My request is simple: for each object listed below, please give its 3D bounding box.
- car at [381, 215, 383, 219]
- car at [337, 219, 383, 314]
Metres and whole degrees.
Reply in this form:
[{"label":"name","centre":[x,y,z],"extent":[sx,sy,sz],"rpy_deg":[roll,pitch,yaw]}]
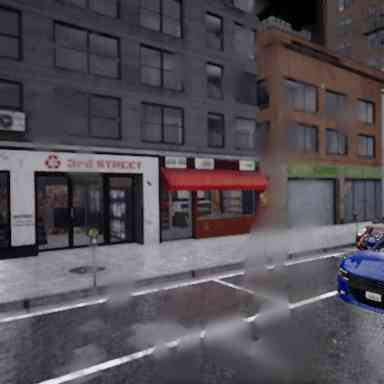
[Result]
[{"label":"car","centre":[7.854,1.418,12.294],"extent":[4.097,1.590,1.967],"rpy_deg":[0,-1,-36]},{"label":"car","centre":[5.048,1.463,6.995],"extent":[5.008,1.535,1.882],"rpy_deg":[0,0,-36]}]
